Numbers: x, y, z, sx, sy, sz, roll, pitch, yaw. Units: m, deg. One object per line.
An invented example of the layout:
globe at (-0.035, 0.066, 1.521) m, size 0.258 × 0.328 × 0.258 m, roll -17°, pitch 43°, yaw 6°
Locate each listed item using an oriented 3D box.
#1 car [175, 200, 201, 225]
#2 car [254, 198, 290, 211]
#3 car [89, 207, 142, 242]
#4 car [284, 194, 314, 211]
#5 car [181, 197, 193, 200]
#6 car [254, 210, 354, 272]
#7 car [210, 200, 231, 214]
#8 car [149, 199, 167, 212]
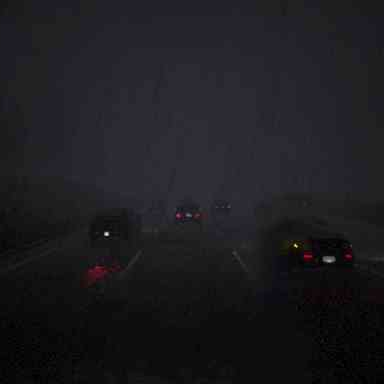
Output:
car at (-0.286, 1.558, 23.981) m, size 2.033 × 1.411 × 5.357 m, roll 0°, pitch 0°, yaw -1°
car at (6.633, 1.500, 28.830) m, size 1.837 × 1.490 × 4.892 m, roll 0°, pitch 0°, yaw -1°
car at (-3.668, 1.521, 16.537) m, size 1.837 × 1.490 × 4.892 m, roll 0°, pitch 0°, yaw -1°
car at (10.070, 1.209, 32.598) m, size 2.150 × 2.045 × 5.566 m, roll 0°, pitch 0°, yaw -1°
car at (-0.589, 1.370, 41.982) m, size 2.097 × 1.767 × 4.553 m, roll 0°, pitch 0°, yaw -1°
car at (3.414, 1.521, 10.644) m, size 1.812 × 1.442 × 4.674 m, roll 0°, pitch 0°, yaw -1°
car at (3.020, 1.554, 35.570) m, size 2.033 × 1.411 × 5.357 m, roll 0°, pitch 0°, yaw -1°
car at (-4.050, 1.574, 39.469) m, size 2.033 × 1.411 × 5.357 m, roll 0°, pitch 0°, yaw -1°
